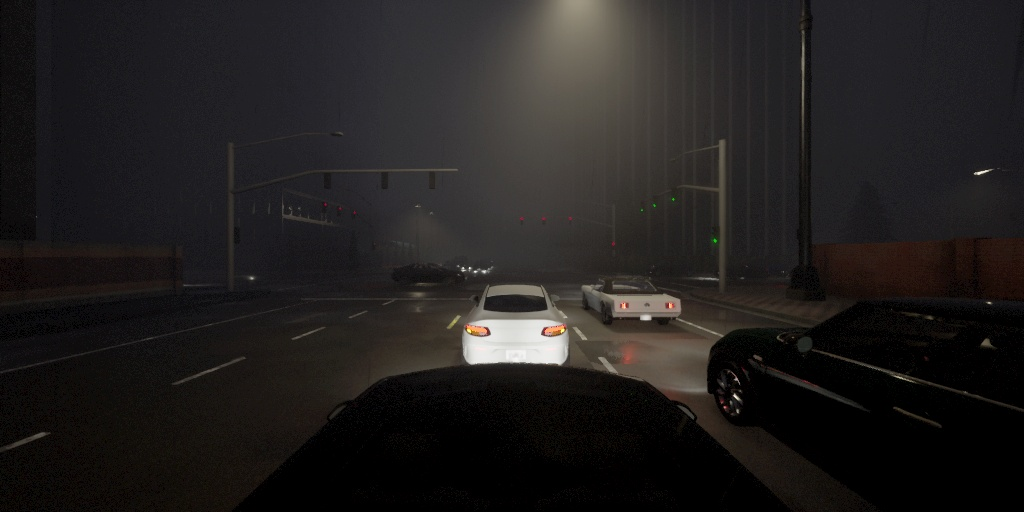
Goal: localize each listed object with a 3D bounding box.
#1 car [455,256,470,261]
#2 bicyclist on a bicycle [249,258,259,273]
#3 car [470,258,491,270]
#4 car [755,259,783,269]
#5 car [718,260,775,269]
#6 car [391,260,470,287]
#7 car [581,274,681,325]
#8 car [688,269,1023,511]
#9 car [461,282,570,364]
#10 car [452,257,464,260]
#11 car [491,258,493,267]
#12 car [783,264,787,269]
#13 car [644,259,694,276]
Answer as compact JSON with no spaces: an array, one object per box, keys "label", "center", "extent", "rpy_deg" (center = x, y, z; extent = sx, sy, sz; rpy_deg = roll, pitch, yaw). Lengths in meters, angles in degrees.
[{"label":"car","center":[-7.991,0.970,56.059],"extent":[2.150,2.045,5.566],"rpy_deg":[0,0,-1]},{"label":"bicyclist on a bicycle","center":[-28.403,1.050,39.478],"extent":[0.582,1.620,1.656],"rpy_deg":[0,0,-1]},{"label":"car","center":[-4.416,1.313,50.778],"extent":[1.994,1.385,4.181],"rpy_deg":[0,0,-1]},{"label":"car","center":[24.235,1.101,35.186],"extent":[4.553,1.767,2.097],"rpy_deg":[0,0,0]},{"label":"car","center":[20.194,1.313,31.651],"extent":[4.181,1.385,1.994],"rpy_deg":[0,0,-1]},{"label":"car","center":[-5.588,1.241,24.209],"extent":[4.902,1.511,2.128],"rpy_deg":[0,0,-1]},{"label":"car","center":[3.564,1.351,11.755],"extent":[1.895,1.301,4.718],"rpy_deg":[0,0,0]},{"label":"car","center":[3.600,1.102,2.853],"extent":[2.097,1.767,4.553],"rpy_deg":[0,0,0]},{"label":"car","center":[0.060,1.276,7.538],"extent":[1.812,1.442,4.674],"rpy_deg":[0,0,0]},{"label":"car","center":[-7.885,1.241,46.213],"extent":[2.128,1.511,4.902],"rpy_deg":[0,0,1]},{"label":"car","center":[-4.538,1.275,59.394],"extent":[1.812,1.442,4.674],"rpy_deg":[0,0,-1]},{"label":"car","center":[21.791,1.254,24.467],"extent":[4.892,1.490,1.837],"rpy_deg":[0,0,-1]},{"label":"car","center":[15.343,1.101,35.106],"extent":[4.553,1.767,2.097],"rpy_deg":[0,0,0]}]
